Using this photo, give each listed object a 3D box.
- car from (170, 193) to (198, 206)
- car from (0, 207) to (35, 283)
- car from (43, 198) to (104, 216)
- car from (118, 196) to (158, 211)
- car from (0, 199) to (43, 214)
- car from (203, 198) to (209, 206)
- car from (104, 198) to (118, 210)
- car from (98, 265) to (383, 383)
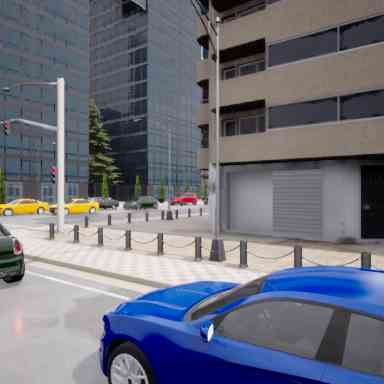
[{"bbox_3d":[-1.334,1.166,52.737,2.150,2.045,5.566,0,0,36],"label":"car"},{"bbox_3d":[-6.279,1.352,8.464,4.553,1.767,2.097,0,0,36],"label":"car"},{"bbox_3d":[-11.533,1.422,32.696,1.882,1.535,5.008,0,0,36],"label":"car"},{"bbox_3d":[-6.163,1.297,40.115,2.097,1.767,4.553,0,0,36],"label":"car"},{"bbox_3d":[-16.389,1.422,31.967,1.882,1.535,5.008,0,0,36],"label":"car"},{"bbox_3d":[3.689,1.295,53.674,2.097,1.767,4.553,0,0,36],"label":"car"},{"bbox_3d":[-10.875,1.436,39.576,2.128,1.511,4.902,0,0,36],"label":"car"},{"bbox_3d":[1.217,1.478,3.124,5.008,1.535,1.882,0,0,36],"label":"car"}]
